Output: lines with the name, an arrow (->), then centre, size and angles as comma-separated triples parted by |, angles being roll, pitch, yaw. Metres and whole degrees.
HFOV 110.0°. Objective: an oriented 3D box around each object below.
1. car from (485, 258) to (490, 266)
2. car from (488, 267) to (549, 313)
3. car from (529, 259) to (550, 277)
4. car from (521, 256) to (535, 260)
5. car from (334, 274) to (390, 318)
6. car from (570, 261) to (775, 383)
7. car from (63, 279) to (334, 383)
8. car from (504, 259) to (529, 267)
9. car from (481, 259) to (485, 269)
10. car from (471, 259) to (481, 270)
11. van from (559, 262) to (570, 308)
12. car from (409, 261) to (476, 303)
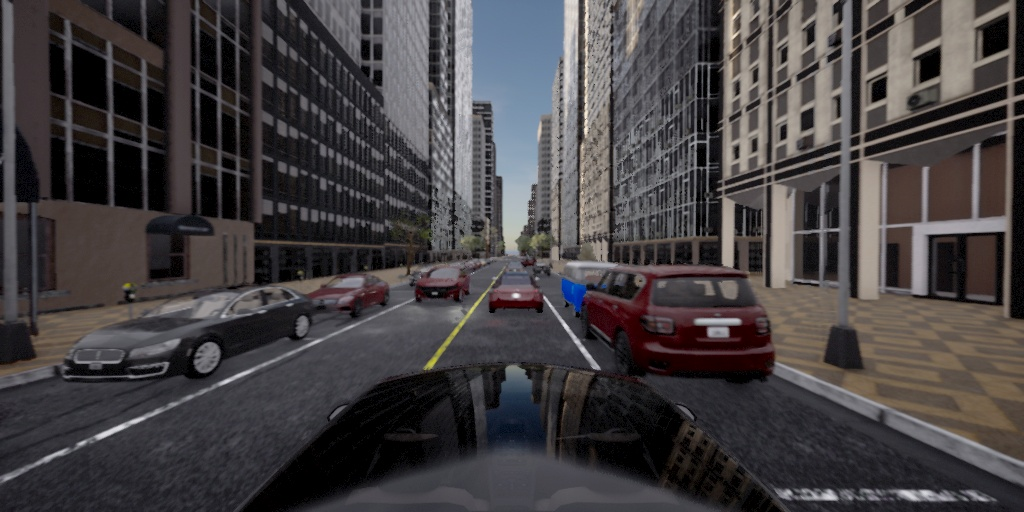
car -> -5.418, 1.187, 63.756 | 1.751, 1.417, 4.829 | 0, 0, 0
car -> 0.147, 1.302, 14.063 | 1.994, 1.385, 4.181 | 0, 0, 0
car -> 2.831, 1.278, 35.469 | 2.007, 1.370, 4.403 | 0, 0, 0
car -> 2.937, 1.018, 58.204 | 2.192, 1.841, 5.009 | 0, 0, 0
car -> -5.656, 1.297, 12.774 | 1.802, 1.307, 4.207 | 0, 0, 0
car -> 2.698, 1.071, 7.051 | 2.192, 1.841, 5.009 | 0, 0, 0
car -> -5.684, 1.271, 7.090 | 2.007, 1.370, 4.403 | 0, 0, 0
car -> 0.233, 1.266, 33.259 | 2.033, 1.411, 5.357 | 0, 0, 0
car -> -5.470, 1.114, 52.559 | 1.967, 1.591, 4.097 | 0, 0, 0
car -> -5.497, 1.262, 46.875 | 1.802, 1.307, 4.207 | 0, 0, 0
van -> 2.724, 1.091, 12.735 | 1.690, 1.789, 3.998 | 0, 0, 0
car -> -3.038, 1.200, 16.632 | 1.882, 1.535, 5.008 | 0, 0, 0
